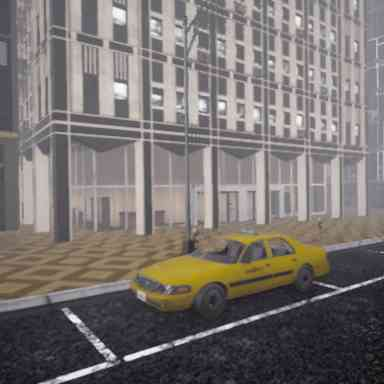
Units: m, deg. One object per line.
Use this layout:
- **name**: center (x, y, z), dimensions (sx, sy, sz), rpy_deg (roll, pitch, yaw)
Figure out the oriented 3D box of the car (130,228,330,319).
- **car**: center (1.069, 1.511, 7.296), dimensions (4.829, 1.417, 1.752), rpy_deg (0, -1, -35)
